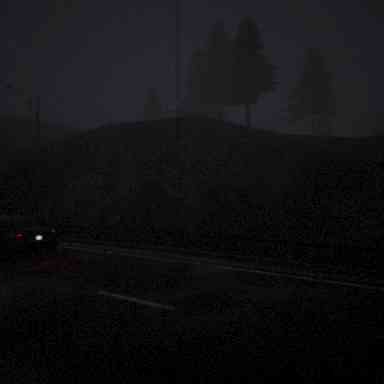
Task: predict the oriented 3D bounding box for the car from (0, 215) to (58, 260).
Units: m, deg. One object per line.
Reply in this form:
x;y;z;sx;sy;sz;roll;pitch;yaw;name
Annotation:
-7.045;1.575;12.558;4.181;1.385;1.994;-1;0;30;car
